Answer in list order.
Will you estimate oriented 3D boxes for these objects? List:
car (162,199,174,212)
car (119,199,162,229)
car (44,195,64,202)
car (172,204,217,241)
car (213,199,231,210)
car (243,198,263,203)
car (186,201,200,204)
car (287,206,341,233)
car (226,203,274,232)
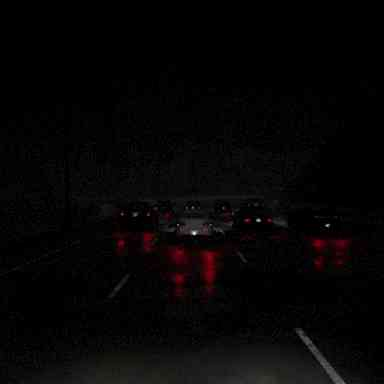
[{"bbox_3d":[-3.317,1.608,40.590,2.128,1.511,4.902,0,0,1],"label":"car"},{"bbox_3d":[-3.403,1.416,22.109,2.097,1.767,4.553,0,0,0],"label":"car"},{"bbox_3d":[-23.537,1.257,57.385,1.882,1.535,5.008,0,0,5],"label":"car"},{"bbox_3d":[0.098,1.575,16.862,1.812,1.442,4.674,0,0,0],"label":"car"},{"bbox_3d":[3.687,1.622,40.647,1.837,1.490,4.892,0,0,1],"label":"car"},{"bbox_3d":[7.152,1.465,39.011,2.097,1.767,4.553,0,0,1],"label":"car"},{"bbox_3d":[0.106,1.650,35.529,2.033,1.411,5.357,0,0,0],"label":"car"},{"bbox_3d":[7.098,1.549,19.804,2.128,1.511,4.902,0,0,0],"label":"car"},{"bbox_3d":[3.597,1.607,20.531,2.033,1.411,5.357,0,0,0],"label":"car"}]
